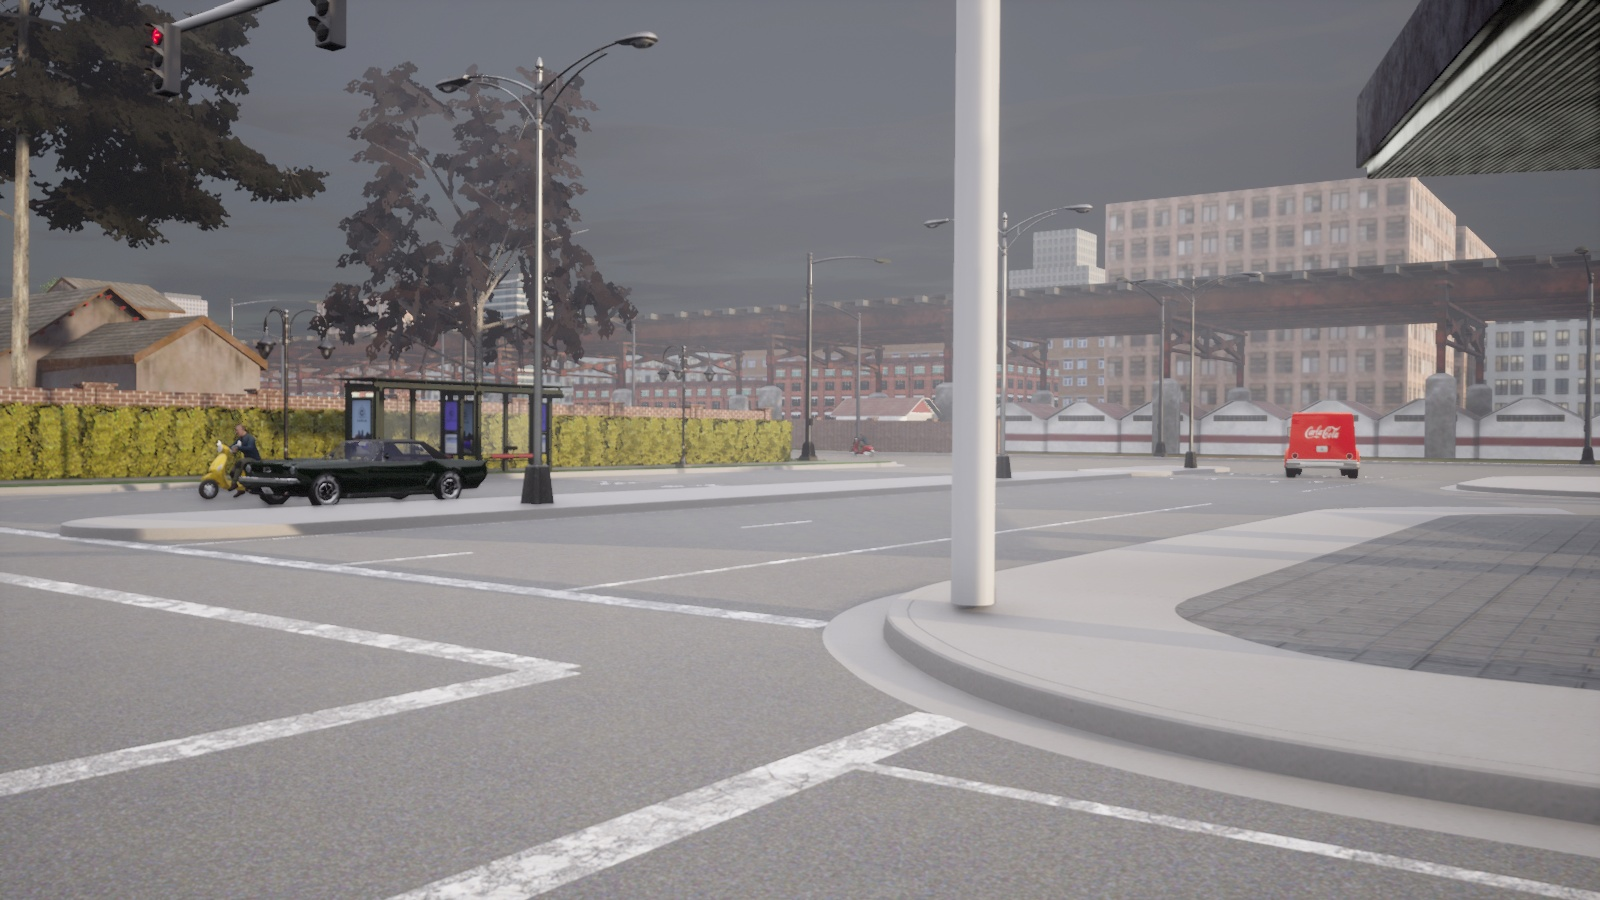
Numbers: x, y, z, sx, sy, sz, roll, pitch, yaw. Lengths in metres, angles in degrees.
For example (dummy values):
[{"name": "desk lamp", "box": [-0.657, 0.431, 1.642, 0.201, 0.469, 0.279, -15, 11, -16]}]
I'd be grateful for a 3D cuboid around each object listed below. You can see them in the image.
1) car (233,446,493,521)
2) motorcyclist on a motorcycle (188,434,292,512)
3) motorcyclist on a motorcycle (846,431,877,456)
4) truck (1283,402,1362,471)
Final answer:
[{"name": "car", "box": [-8.681, 0.597, 25.340, 1.895, 1.301, 4.718, 0, 1, 35]}, {"name": "motorcyclist on a motorcycle", "box": [-11.942, 0.465, 26.810, 0.866, 1.590, 1.817, 0, 1, 35]}, {"name": "motorcyclist on a motorcycle", "box": [3.995, -0.403, 81.820, 1.817, 1.590, 0.866, 0, 1, 35]}, {"name": "truck", "box": [19.908, -0.562, 47.892, 2.627, 2.467, 5.204, -1, 2, 22]}]
